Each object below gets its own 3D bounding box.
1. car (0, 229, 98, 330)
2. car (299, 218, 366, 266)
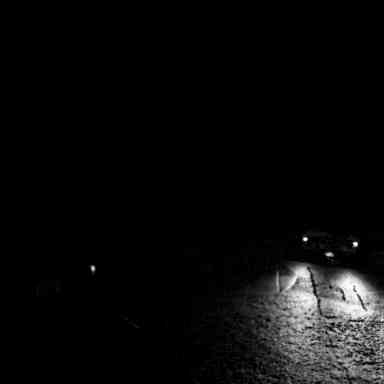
[{"bbox_3d":[-3.538,1.507,6.957,2.163,1.488,4.792,0,0,-35],"label":"car"},{"bbox_3d":[5.260,1.671,12.158,1.895,1.301,4.718,2,-1,29],"label":"car"}]
